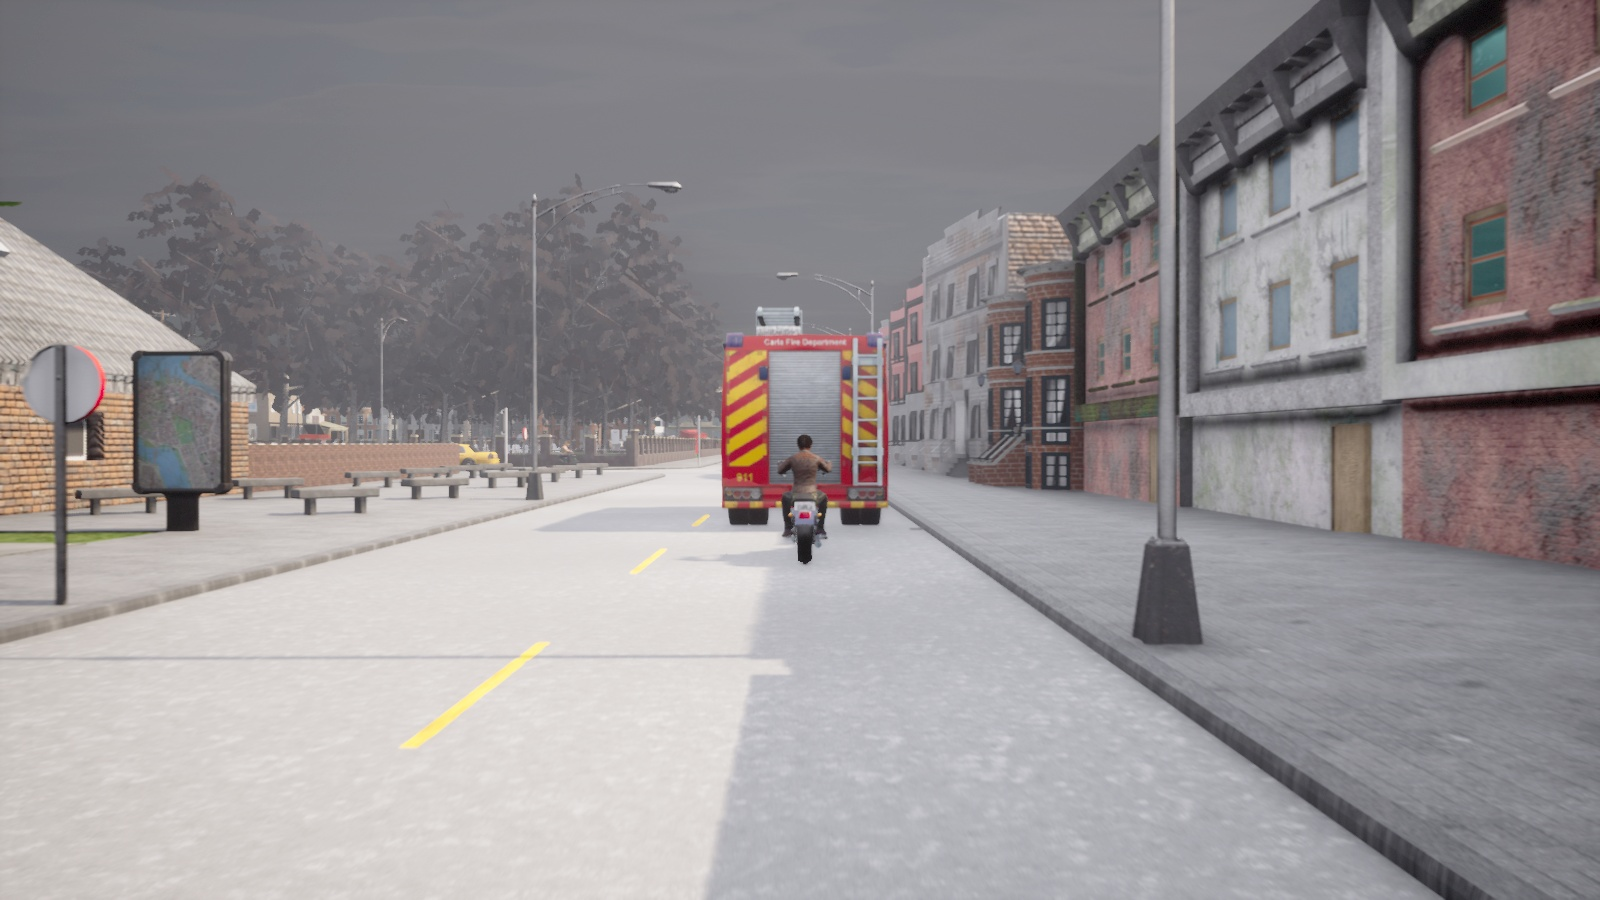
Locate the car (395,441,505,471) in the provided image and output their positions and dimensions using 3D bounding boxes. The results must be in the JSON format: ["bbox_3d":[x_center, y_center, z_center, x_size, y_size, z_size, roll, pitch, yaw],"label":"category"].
[{"bbox_3d":[-18.692,0.292,67.206,5.366,1.575,1.801,0,0,-2],"label":"car"}]

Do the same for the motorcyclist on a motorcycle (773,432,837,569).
[{"bbox_3d":[0.065,0.605,16.331,0.766,1.649,2.350,0,0,0],"label":"motorcyclist on a motorcycle"}]

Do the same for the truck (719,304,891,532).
[{"bbox_3d":[0.095,-0.561,25.390,2.891,3.827,8.468,0,0,0],"label":"truck"}]
